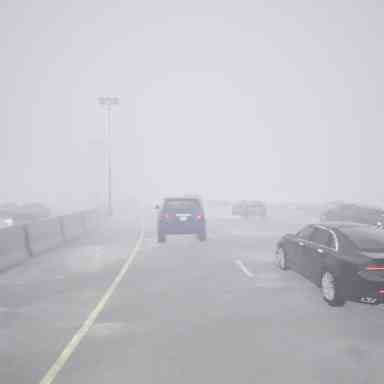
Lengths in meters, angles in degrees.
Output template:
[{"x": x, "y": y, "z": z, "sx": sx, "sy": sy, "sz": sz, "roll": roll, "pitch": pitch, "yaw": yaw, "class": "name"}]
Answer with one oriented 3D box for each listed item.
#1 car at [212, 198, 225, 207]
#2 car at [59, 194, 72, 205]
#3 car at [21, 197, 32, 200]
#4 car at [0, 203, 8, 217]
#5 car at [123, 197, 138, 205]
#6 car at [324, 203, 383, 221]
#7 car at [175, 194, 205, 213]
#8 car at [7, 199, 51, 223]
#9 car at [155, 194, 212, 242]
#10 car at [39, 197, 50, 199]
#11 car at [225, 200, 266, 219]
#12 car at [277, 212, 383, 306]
[{"x": 3.881, "y": 1.566, "z": 49.664, "sx": 1.895, "sy": 1.301, "sz": 4.718, "roll": -1, "pitch": 0, "yaw": -17, "class": "car"}, {"x": -25.353, "y": 1.468, "z": 66.572, "sx": 2.150, "sy": 2.045, "sz": 5.566, "roll": -1, "pitch": 0, "yaw": -25, "class": "car"}, {"x": -34.268, "y": 1.669, "z": 68.790, "sx": 1.882, "sy": 1.535, "sz": 5.008, "roll": -1, "pitch": 0, "yaw": -27, "class": "car"}, {"x": -17.454, "y": 1.775, "z": 31.865, "sx": 1.994, "sy": 1.385, "sz": 4.181, "roll": -1, "pitch": 0, "yaw": -12, "class": "car"}, {"x": -11.200, "y": 1.691, "z": 60.755, "sx": 2.033, "sy": 1.411, "sz": 5.357, "roll": -1, "pitch": 0, "yaw": -22, "class": "car"}, {"x": 9.516, "y": 1.399, "z": 19.814, "sx": 1.837, "sy": 1.490, "sz": 4.892, "roll": 0, "pitch": 0, "yaw": -7, "class": "car"}, {"x": -0.332, "y": 1.234, "z": 37.853, "sx": 2.150, "sy": 2.045, "sz": 5.566, "roll": 0, "pitch": 0, "yaw": -14, "class": "car"}, {"x": -13.009, "y": 1.635, "z": 27.296, "sx": 1.882, "sy": 1.535, "sz": 5.008, "roll": -1, "pitch": 0, "yaw": -10, "class": "car"}, {"x": -0.647, "y": 1.232, "z": 16.749, "sx": 2.150, "sy": 2.045, "sz": 5.566, "roll": 0, "pitch": 0, "yaw": -6, "class": "car"}, {"x": -31.427, "y": 1.682, "z": 70.898, "sx": 1.882, "sy": 1.535, "sz": 5.008, "roll": -1, "pitch": 0, "yaw": -27, "class": "car"}, {"x": 4.822, "y": 1.442, "z": 28.887, "sx": 2.128, "sy": 1.511, "sz": 4.902, "roll": 0, "pitch": 0, "yaw": -10, "class": "car"}, {"x": 3.501, "y": 1.467, "z": 7.943, "sx": 1.837, "sy": 1.490, "sz": 4.892, "roll": 0, "pitch": 0, "yaw": -3, "class": "car"}]
